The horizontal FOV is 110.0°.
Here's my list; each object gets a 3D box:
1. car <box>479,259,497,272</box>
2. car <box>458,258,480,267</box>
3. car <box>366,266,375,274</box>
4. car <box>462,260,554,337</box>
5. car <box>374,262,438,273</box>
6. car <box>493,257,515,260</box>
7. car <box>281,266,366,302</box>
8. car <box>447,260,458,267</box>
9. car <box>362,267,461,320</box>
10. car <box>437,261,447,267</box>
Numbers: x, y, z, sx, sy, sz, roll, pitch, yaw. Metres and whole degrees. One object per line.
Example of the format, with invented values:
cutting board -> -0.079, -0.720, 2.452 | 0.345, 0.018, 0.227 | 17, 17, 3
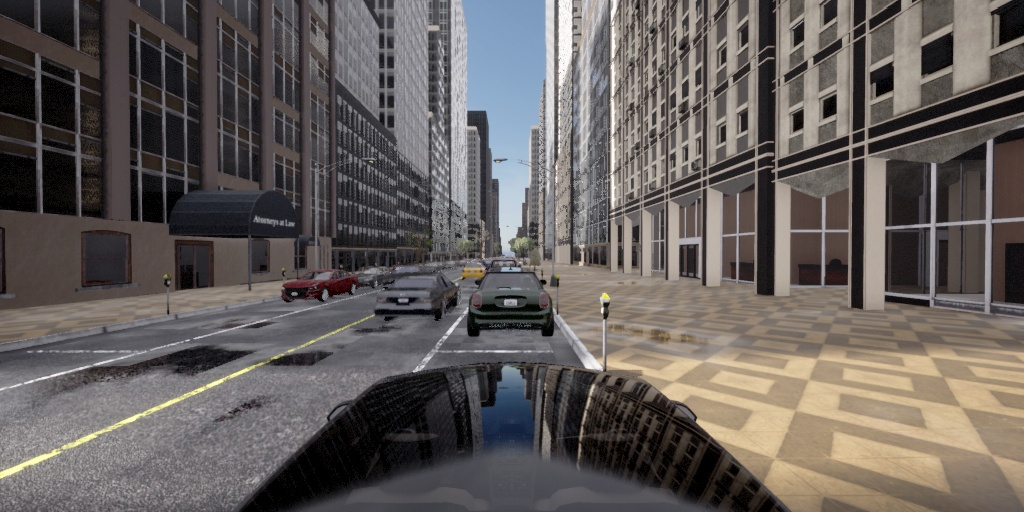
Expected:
car -> -3.048, 1.219, 46.292 | 1.882, 1.535, 5.008 | 0, 0, 0
car -> -3.145, 1.201, 30.830 | 1.801, 1.575, 5.366 | 0, 0, 0
car -> -8.838, 1.297, 22.523 | 2.007, 1.370, 4.403 | 0, 0, 0
car -> -0.033, 1.101, 10.471 | 2.097, 1.767, 4.553 | 0, 0, 0
car -> -6.246, 1.294, 21.962 | 2.033, 1.411, 5.357 | 0, 0, 0
car -> -0.457, 1.061, 22.523 | 2.192, 1.841, 5.009 | 0, 0, 0
car -> -8.837, 1.292, 16.839 | 1.888, 1.381, 4.507 | 0, 0, 0
car -> -8.837, 1.291, 50.940 | 2.007, 1.370, 4.403 | 0, 0, 0
car -> -3.045, 1.295, 12.535 | 2.033, 1.411, 5.357 | 0, 0, 0
car -> -8.837, 1.293, 39.574 | 2.007, 1.370, 4.403 | 0, 0, 0
